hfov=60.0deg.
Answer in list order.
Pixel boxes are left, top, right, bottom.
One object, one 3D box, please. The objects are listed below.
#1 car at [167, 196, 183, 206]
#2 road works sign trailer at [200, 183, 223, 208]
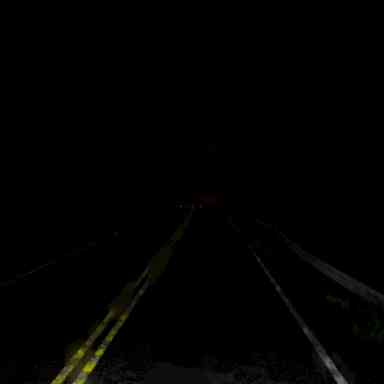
[{"bbox_3d":[-2.648,1.314,50.409,1.994,1.385,4.181,-1,0,-13],"label":"car"},{"bbox_3d":[2.367,-0.171,40.067,2.380,2.880,3.560,11,-24,0],"label":"road works sign trailer"}]
